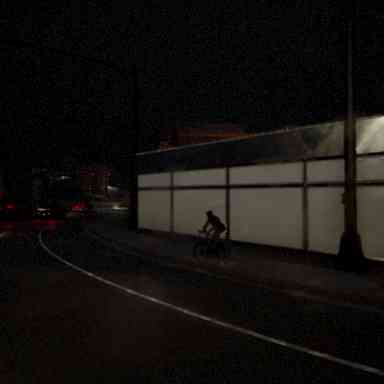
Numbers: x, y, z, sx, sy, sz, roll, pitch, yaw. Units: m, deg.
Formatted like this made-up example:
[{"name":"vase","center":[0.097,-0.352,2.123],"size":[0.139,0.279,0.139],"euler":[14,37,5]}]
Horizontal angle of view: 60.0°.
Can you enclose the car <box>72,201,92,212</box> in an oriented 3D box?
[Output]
[{"name":"car","center":[-15.364,1.933,46.538],"size":[1.882,1.535,5.008],"euler":[0,0,-4]}]

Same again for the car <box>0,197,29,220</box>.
[{"name":"car","center":[-16.998,1.519,31.429],"size":[2.150,2.045,5.566],"euler":[0,-1,-8]}]

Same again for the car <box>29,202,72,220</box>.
[{"name":"car","center":[-13.576,1.809,32.176],"size":[2.128,1.511,4.902],"euler":[0,-1,-8]}]

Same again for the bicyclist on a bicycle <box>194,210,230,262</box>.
[{"name":"bicyclist on a bicycle","center":[0.671,1.424,10.790],"size":[1.656,1.620,0.582],"euler":[1,-1,-42]}]

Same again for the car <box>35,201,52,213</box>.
[{"name":"car","center":[-19.548,1.979,43.904],"size":[1.994,1.385,4.181],"euler":[1,-1,-23]}]
